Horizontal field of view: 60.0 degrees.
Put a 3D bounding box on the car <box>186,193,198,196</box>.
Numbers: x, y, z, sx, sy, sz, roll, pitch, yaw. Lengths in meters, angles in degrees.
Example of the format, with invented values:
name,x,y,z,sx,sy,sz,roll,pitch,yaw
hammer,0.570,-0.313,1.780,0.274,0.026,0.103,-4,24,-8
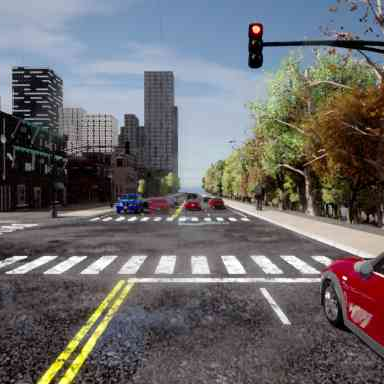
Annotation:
name,x,y,z,sx,sy,sz,roll,pitch,yaw
car,0.032,1.199,66.454,2.150,2.045,5.566,0,0,0

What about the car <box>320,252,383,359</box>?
name,x,y,z,sx,sy,sz,roll,pitch,yaw
car,3.350,1.351,4.175,2.097,1.767,4.553,0,0,0

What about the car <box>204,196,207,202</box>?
name,x,y,z,sx,sy,sz,roll,pitch,yaw
car,3.340,1.532,71.324,1.994,1.385,4.181,0,0,0

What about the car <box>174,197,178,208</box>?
name,x,y,z,sx,sy,sz,roll,pitch,yaw
car,-3.315,1.532,45.444,2.033,1.411,5.357,0,0,0

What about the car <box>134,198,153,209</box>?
name,x,y,z,sx,sy,sz,roll,pitch,yaw
car,-6.567,1.585,45.543,1.895,1.301,4.718,0,0,0

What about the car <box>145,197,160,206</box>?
name,x,y,z,sx,sy,sz,roll,pitch,yaw
car,-6.551,1.544,55.572,1.994,1.385,4.181,0,0,1

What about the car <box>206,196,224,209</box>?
name,x,y,z,sx,sy,sz,roll,pitch,yaw
car,3.366,1.462,46.073,1.882,1.535,5.008,0,0,0

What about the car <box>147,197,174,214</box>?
name,x,y,z,sx,sy,sz,roll,pitch,yaw
car,-3.324,1.466,35.545,1.882,1.535,5.008,0,0,0

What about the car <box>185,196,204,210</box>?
name,x,y,z,sx,sy,sz,roll,pitch,yaw
car,0.115,1.549,42.632,1.994,1.385,4.181,0,0,0

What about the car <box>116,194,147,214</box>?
name,x,y,z,sx,sy,sz,roll,pitch,yaw
car,-6.571,1.210,35.797,2.150,2.045,5.566,0,0,0

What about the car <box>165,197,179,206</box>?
name,x,y,z,sx,sy,sz,roll,pitch,yaw
car,-3.301,1.527,56.263,2.033,1.411,5.357,0,0,0
